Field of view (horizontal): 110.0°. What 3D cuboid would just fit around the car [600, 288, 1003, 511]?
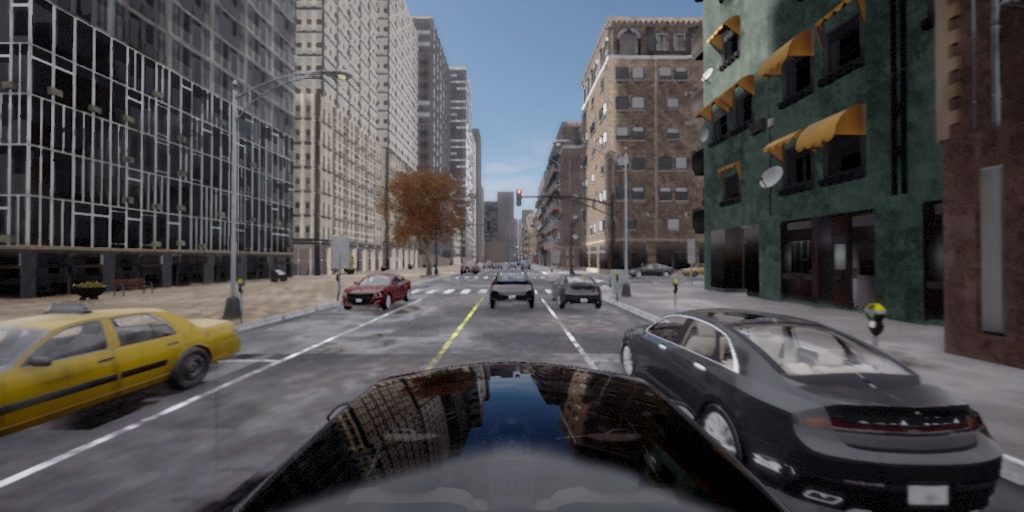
[{"bbox_3d":[2.690,1.326,4.492,2.007,1.370,4.403,0,0,0],"label":"car"}]

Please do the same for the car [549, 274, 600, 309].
[{"bbox_3d":[2.691,1.432,15.558,2.007,1.370,4.403,0,0,0],"label":"car"}]

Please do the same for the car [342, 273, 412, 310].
[{"bbox_3d":[-5.689,1.427,15.559,1.888,1.381,4.507,0,0,0],"label":"car"}]

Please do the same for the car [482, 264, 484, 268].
[{"bbox_3d":[-5.684,1.833,53.468,1.948,1.339,4.313,0,0,0],"label":"car"}]

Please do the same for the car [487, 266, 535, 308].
[{"bbox_3d":[0.005,1.380,16.135,2.128,1.511,4.902,0,0,0],"label":"car"}]

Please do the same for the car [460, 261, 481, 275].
[{"bbox_3d":[-5.684,1.524,47.945,2.192,1.841,5.009,0,0,0],"label":"car"}]

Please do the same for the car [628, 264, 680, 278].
[{"bbox_3d":[13.440,1.415,34.973,4.403,1.370,2.007,0,0,-1],"label":"car"}]

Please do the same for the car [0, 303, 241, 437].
[{"bbox_3d":[-5.691,1.301,4.324,1.751,1.417,4.829,0,0,0],"label":"car"}]

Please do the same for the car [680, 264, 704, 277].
[{"bbox_3d":[18.837,1.313,35.028,4.829,1.417,1.751,0,0,-1],"label":"car"}]
